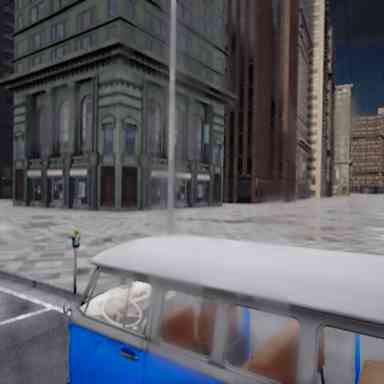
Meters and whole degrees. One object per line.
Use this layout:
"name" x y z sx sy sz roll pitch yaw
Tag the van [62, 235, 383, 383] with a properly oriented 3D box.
"van" 0.724 1.336 2.475 3.998 1.788 1.690 0 1 35
